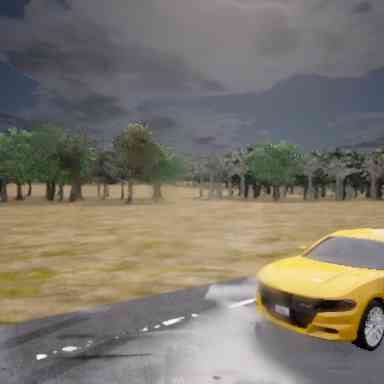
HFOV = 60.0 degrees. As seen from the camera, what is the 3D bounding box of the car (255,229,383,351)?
[{"bbox_3d":[3.372,1.488,6.397,5.008,1.535,1.882,0,0,-35],"label":"car"}]
